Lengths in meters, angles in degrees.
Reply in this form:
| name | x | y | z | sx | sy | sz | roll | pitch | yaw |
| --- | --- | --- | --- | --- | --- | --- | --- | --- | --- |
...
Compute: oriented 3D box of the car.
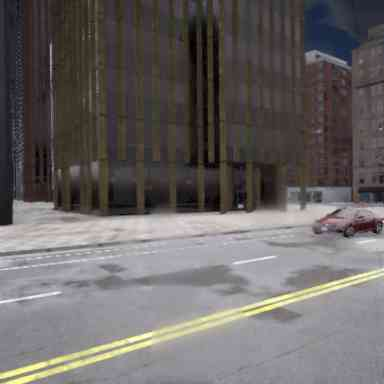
| name | x | y | z | sx | sy | sz | roll | pitch | yaw |
| --- | --- | --- | --- | --- | --- | --- | --- | --- | --- |
| car | 8.355 | 1.557 | 17.630 | 4.674 | 1.442 | 1.812 | 0 | 0 | -36 |
